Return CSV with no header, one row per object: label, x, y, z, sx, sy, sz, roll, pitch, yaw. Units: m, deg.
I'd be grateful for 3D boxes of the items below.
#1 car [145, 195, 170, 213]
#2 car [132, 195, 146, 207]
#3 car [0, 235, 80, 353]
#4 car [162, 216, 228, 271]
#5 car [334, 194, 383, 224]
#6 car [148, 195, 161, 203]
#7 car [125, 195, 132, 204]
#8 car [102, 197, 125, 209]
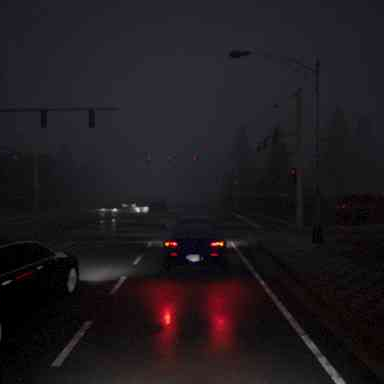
car,-3.481,1.401,35.673,1.882,1.535,5.008,0,0,0
car,-7.167,1.384,49.817,2.128,1.511,4.902,0,0,0
car,-3.452,1.493,5.616,1.837,1.490,4.892,0,0,0
car,0.115,1.503,10.755,1.812,1.442,4.674,0,0,2
car,13.012,1.171,23.375,5.566,2.045,2.150,0,0,4
car,-7.146,1.369,63.916,1.837,1.490,4.892,0,0,0
car,-10.675,1.352,58.347,1.882,1.535,5.008,0,0,0
car,-10.677,1.430,44.598,1.812,1.442,4.674,0,0,0
